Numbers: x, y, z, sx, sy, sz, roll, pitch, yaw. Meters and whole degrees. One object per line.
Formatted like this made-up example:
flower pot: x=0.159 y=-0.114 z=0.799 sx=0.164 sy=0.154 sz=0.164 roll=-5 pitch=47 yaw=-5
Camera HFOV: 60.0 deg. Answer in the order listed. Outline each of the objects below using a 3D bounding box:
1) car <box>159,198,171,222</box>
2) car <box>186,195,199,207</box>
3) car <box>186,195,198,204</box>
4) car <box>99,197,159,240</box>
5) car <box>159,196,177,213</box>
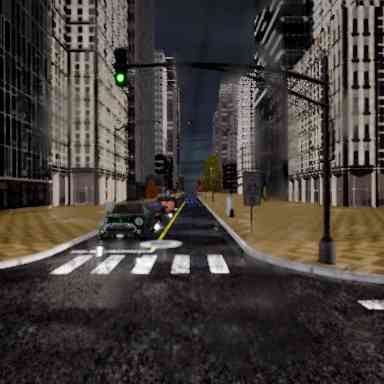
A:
car: x=-3.063 y=1.472 z=26.186 sx=2.033 sy=1.411 sz=5.357 roll=0 pitch=0 yaw=0
car: x=0.015 y=1.379 z=47.970 sx=2.033 sy=1.411 sz=5.357 roll=0 pitch=0 yaw=0
car: x=0.019 y=1.285 z=58.390 sx=2.128 sy=1.511 sz=4.902 roll=0 pitch=0 yaw=0
car: x=-3.114 y=1.310 z=16.712 sx=2.097 sy=1.767 sz=4.553 roll=0 pitch=0 yaw=1
car: x=-2.992 y=1.243 z=35.510 sx=2.097 sy=1.767 sz=4.553 roll=0 pitch=0 yaw=0
